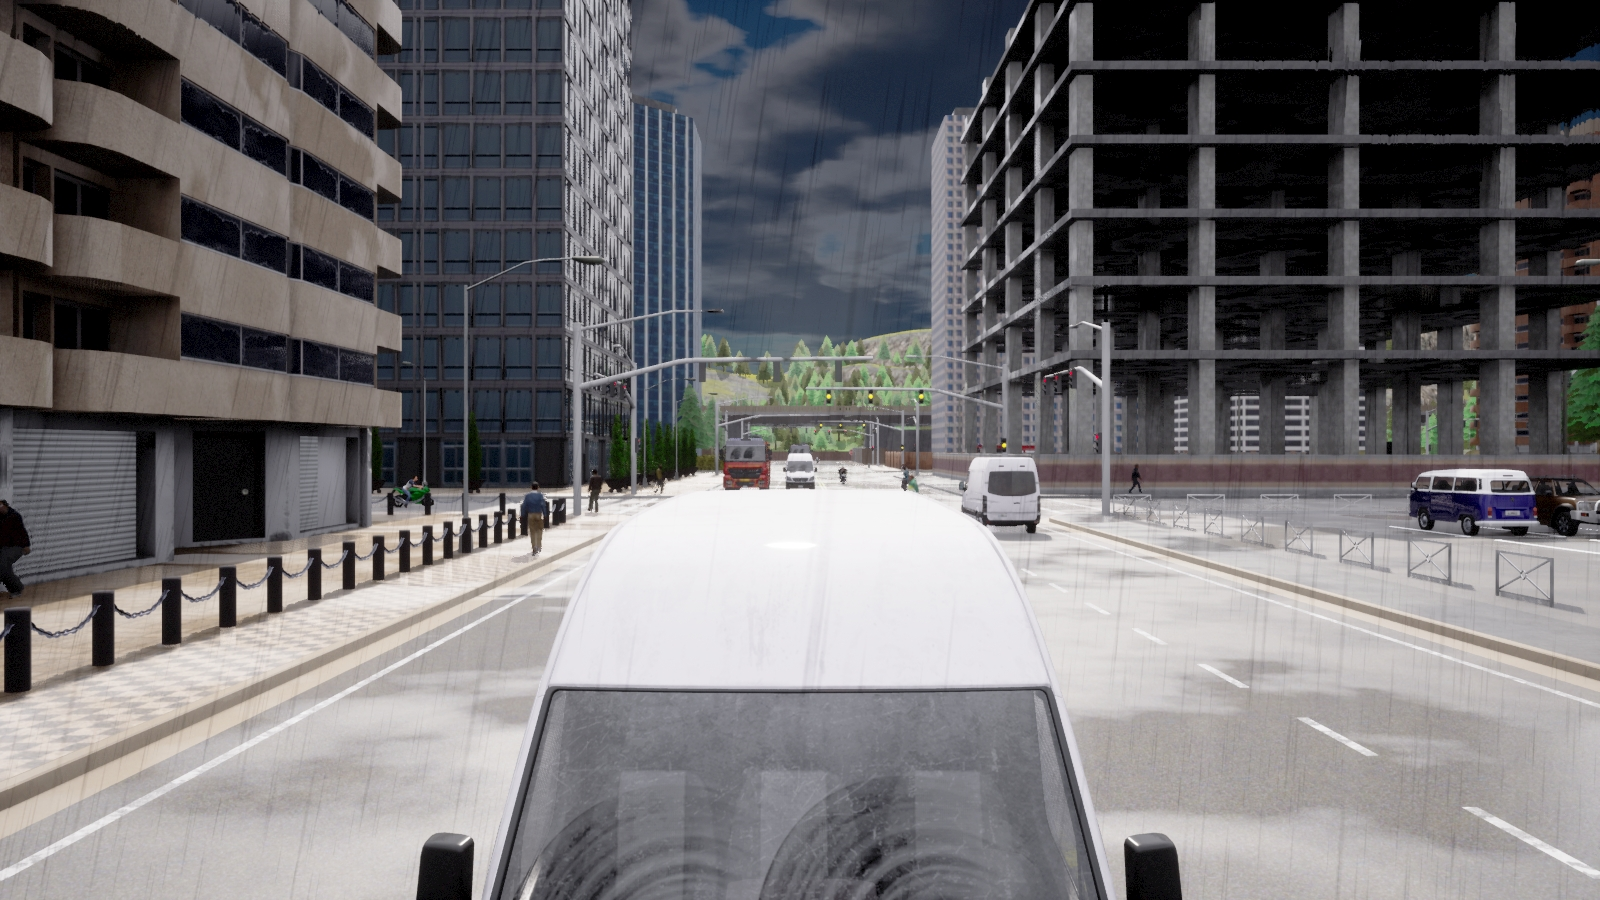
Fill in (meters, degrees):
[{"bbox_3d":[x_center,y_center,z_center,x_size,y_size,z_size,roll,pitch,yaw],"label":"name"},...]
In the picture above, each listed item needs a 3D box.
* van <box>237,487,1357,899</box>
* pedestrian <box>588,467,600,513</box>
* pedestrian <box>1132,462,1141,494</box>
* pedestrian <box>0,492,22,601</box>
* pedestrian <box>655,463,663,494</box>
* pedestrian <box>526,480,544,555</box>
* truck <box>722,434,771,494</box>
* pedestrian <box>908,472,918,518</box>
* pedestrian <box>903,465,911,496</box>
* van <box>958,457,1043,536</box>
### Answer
[{"bbox_3d":[-0.002,1.534,4.985,1.988,2.561,5.915,0,0,0],"label":"van"},{"bbox_3d":[-8.517,1.654,47.200,0.375,1.860,0.375,0,0,-31],"label":"pedestrian"},{"bbox_3d":[19.580,1.641,66.483,0.375,1.860,0.375,0,0,-1],"label":"pedestrian"},{"bbox_3d":[-13.771,1.664,19.760,0.375,1.860,0.375,0,0,3],"label":"pedestrian"},{"bbox_3d":[-8.376,1.692,67.814,0.375,1.860,0.375,0,0,2],"label":"pedestrian"},{"bbox_3d":[-6.653,1.697,28.716,0.375,1.860,0.375,0,0,-3],"label":"pedestrian"},{"bbox_3d":[-3.496,0.891,77.013,2.891,3.827,8.468,0,0,0],"label":"truck"},{"bbox_3d":[4.632,1.835,46.677,0.375,1.860,0.375,0,0,-1],"label":"pedestrian"},{"bbox_3d":[6.422,1.849,68.532,0.375,1.860,0.375,0,0,-8],"label":"pedestrian"},{"bbox_3d":[6.980,1.534,40.439,1.988,2.561,5.915,0,0,0],"label":"van"}]
